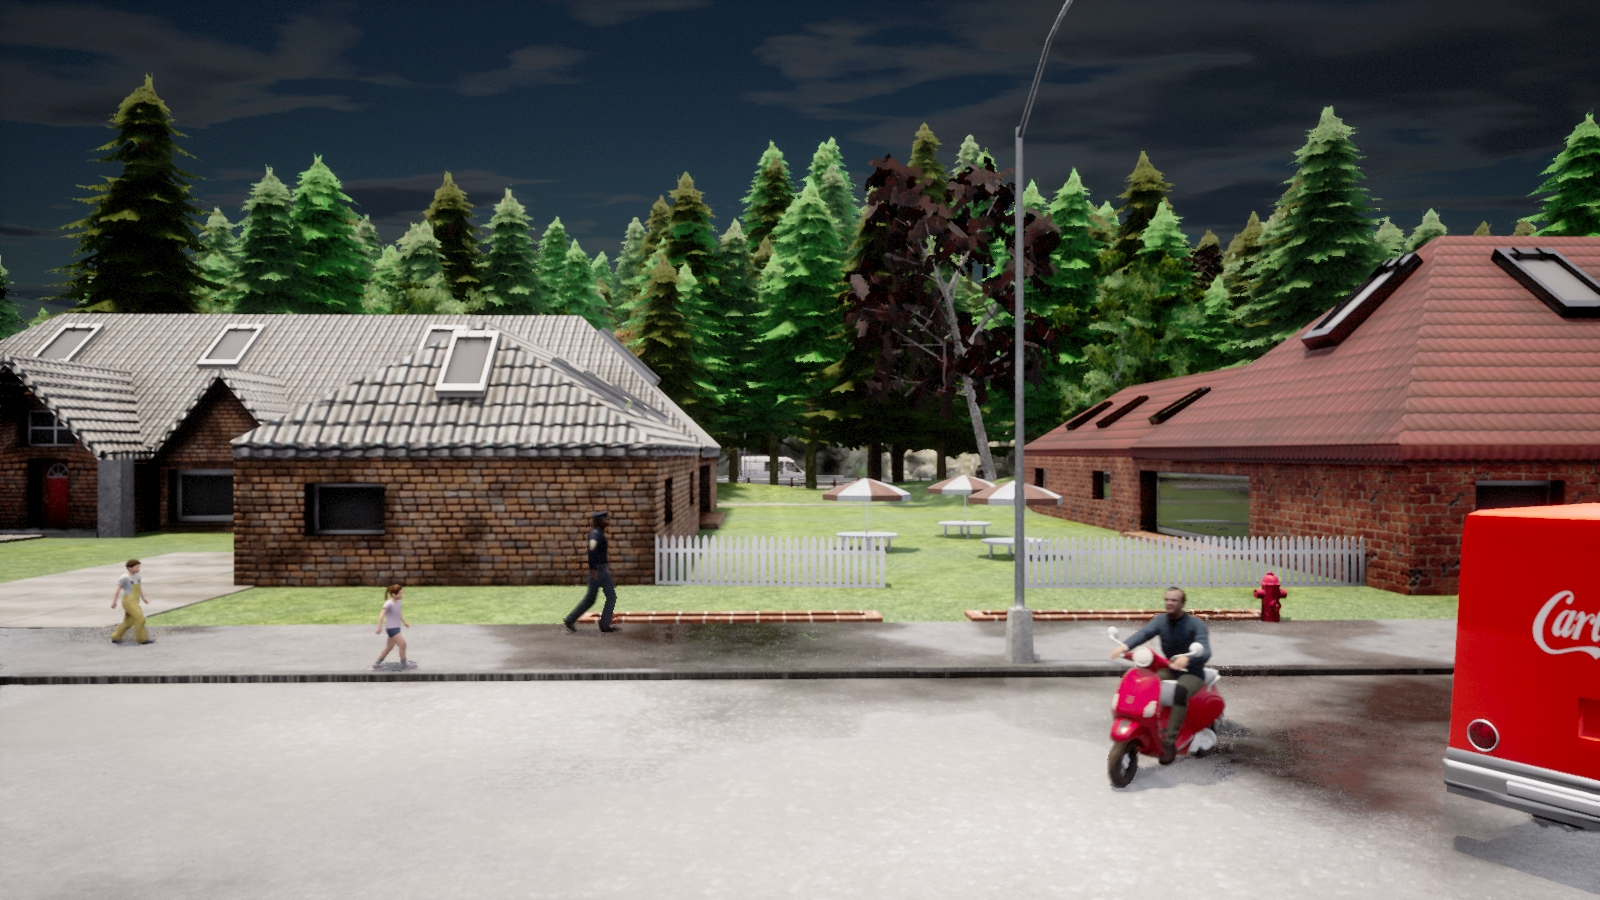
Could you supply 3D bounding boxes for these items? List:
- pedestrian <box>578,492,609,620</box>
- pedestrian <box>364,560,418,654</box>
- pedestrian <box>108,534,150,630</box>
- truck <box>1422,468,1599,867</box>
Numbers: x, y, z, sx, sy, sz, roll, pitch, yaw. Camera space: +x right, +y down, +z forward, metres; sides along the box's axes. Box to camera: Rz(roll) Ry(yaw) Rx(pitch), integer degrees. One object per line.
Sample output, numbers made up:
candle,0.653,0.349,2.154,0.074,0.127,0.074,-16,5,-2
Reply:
pedestrian,-3.065,1.567,16.997,0.375,1.860,0.375,0,0,3
pedestrian,-5.073,1.941,14.191,0.500,1.100,0.500,0,0,-1
pedestrian,-9.429,1.845,16.071,0.375,1.300,0.375,0,0,-1
truck,7.376,1.374,8.291,5.204,2.467,2.627,0,0,-29
